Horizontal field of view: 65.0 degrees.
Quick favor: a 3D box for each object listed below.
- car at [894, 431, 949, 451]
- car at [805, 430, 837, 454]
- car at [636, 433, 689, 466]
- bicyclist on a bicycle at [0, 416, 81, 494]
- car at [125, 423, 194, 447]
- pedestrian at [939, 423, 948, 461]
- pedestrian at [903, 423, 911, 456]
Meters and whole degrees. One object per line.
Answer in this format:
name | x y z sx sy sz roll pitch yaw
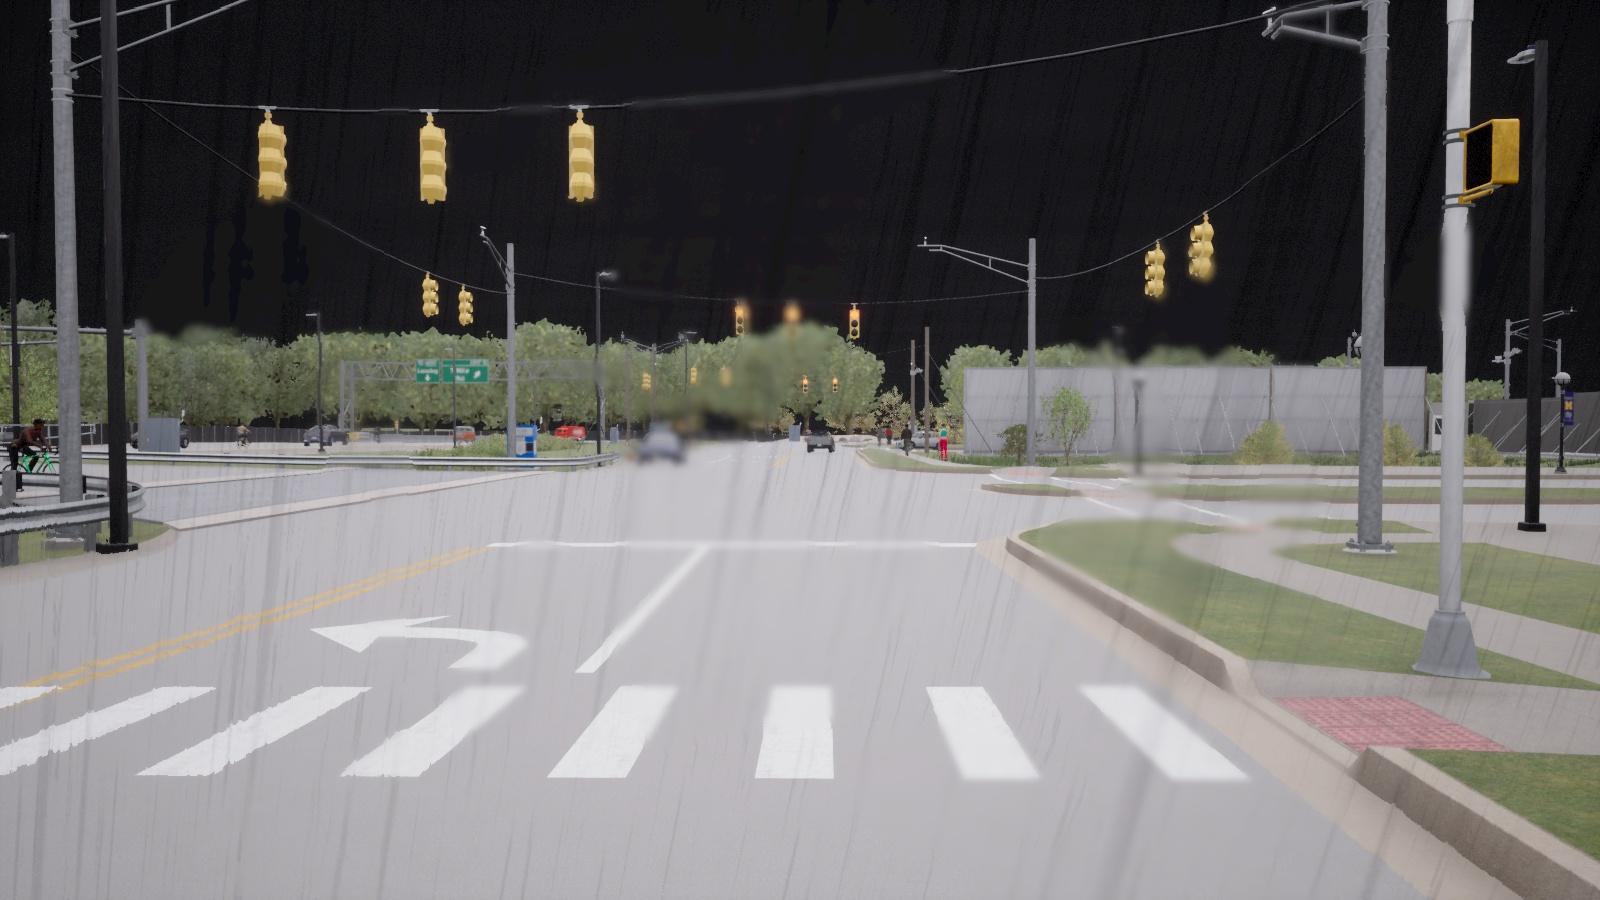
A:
car | 9.389 -0.709 97.241 3.806 1.475 1.970 1 2 -9
car | 1.425 -0.556 83.866 1.845 1.501 3.633 0 1 5
car | -6.294 -0.042 57.913 1.812 1.442 4.674 0 1 1
bicyclist on a bicycle | -16.783 0.111 27.557 1.656 1.620 0.582 -2 0 8
car | -40.516 -0.945 79.601 2.007 1.525 4.514 0 1 1
pedestrian | 6.980 -0.387 61.016 0.345 1.836 0.594 0 2 0
pedestrian | 5.994 -0.597 70.352 0.431 1.840 0.703 0 2 5
